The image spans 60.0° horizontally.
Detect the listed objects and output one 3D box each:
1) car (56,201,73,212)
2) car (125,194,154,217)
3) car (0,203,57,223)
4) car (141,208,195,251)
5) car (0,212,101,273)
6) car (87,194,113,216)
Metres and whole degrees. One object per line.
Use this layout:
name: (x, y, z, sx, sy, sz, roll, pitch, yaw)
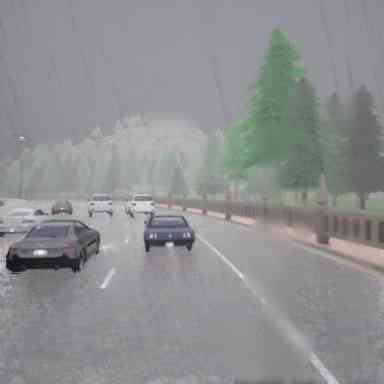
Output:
car: (-13.581, 1.605, 34.895, 1.994, 1.385, 4.181, 0, 0, -20)
car: (-5.011, 1.235, 31.572, 2.150, 2.045, 5.566, 0, 0, -17)
car: (-8.841, 1.553, 17.853, 1.812, 1.442, 4.674, 0, 0, -11)
car: (-1.106, 1.604, 14.182, 1.895, 1.301, 4.718, 0, 0, -8)
car: (-4.235, 1.577, 10.812, 1.994, 1.385, 4.181, 0, 0, -6)
car: (-9.015, 1.248, 32.601, 2.150, 2.045, 5.566, 0, 0, -18)
